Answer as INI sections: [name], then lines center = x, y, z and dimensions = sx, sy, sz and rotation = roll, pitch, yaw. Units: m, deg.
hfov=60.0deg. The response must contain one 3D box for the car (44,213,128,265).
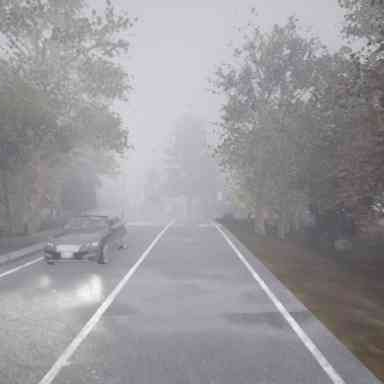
[car]
center = -3.594, 1.556, 12.020
dimensions = 2.128, 1.511, 4.902
rotation = 0, 0, 0
